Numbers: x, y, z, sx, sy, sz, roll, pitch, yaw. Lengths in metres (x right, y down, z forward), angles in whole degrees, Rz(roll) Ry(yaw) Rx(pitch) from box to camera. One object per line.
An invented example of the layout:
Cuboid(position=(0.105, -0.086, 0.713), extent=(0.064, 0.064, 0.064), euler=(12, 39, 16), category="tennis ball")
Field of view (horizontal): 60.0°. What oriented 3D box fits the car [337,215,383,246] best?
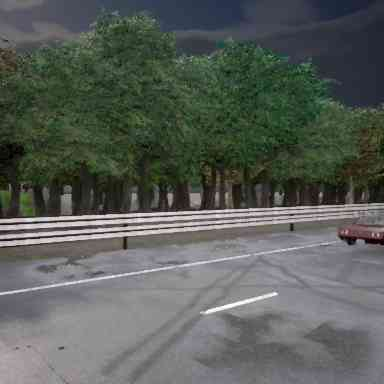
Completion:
Cuboid(position=(8.294, 1.616, 14.084), extent=(4.718, 1.301, 1.895), euler=(0, 0, -35), category="car")
